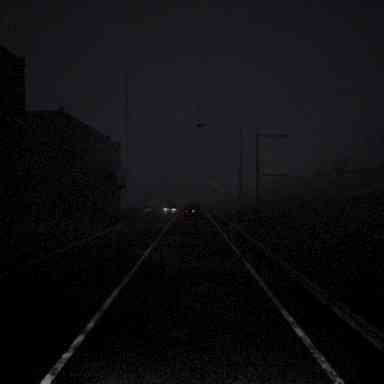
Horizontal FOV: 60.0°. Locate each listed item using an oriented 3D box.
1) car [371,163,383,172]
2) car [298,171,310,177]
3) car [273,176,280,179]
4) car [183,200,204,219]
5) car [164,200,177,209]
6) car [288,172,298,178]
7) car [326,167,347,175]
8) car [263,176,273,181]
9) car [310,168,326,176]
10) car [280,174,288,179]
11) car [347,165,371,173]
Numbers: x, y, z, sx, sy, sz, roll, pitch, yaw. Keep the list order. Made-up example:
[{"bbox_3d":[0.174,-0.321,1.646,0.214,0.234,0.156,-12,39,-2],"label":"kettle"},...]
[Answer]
[{"bbox_3d":[25.102,-3.063,41.146,2.231,1.521,4.892,0,1,-8],"label":"car"},{"bbox_3d":[22.538,-3.310,63.183,2.097,1.535,5.008,0,1,-4],"label":"car"},{"bbox_3d":[21.848,-3.466,79.782,2.231,1.521,4.892,0,0,-1],"label":"car"},{"bbox_3d":[0.136,1.769,31.632,2.033,1.411,5.357,0,0,0],"label":"car"},{"bbox_3d":[-3.475,2.011,54.108,2.033,1.411,5.357,0,-1,1],"label":"car"},{"bbox_3d":[22.194,-3.332,68.721,2.002,1.452,4.674,0,1,-2],"label":"car"},{"bbox_3d":[23.610,-3.156,51.984,2.163,1.488,4.792,0,1,-6],"label":"car"},{"bbox_3d":[21.626,-3.643,90.721,2.185,1.767,4.553,0,0,-1],"label":"car"},{"bbox_3d":[22.999,-3.375,57.677,2.185,1.767,4.553,0,1,-5],"label":"car"},{"bbox_3d":[21.969,-3.428,74.264,2.231,1.521,4.892,0,0,-1],"label":"car"},{"bbox_3d":[24.305,-3.085,46.508,2.002,1.452,4.674,0,1,-7],"label":"car"}]
